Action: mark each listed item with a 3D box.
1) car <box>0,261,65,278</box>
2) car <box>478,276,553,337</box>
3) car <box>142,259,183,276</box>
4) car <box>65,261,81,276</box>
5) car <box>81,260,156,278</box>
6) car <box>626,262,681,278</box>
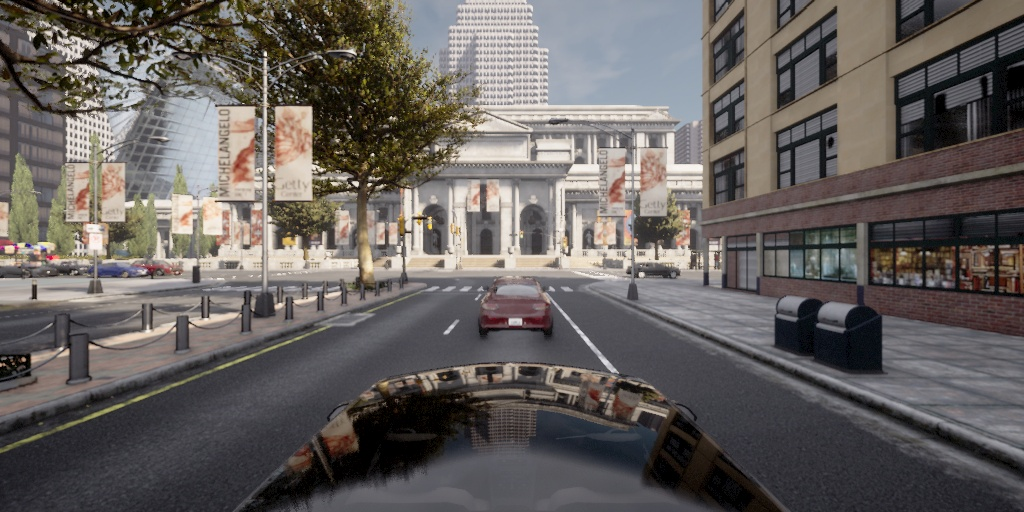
[{"bbox_3d":[-46.120,1.371,34.112,4.181,1.385,1.994,0,0,-1],"label":"car"},{"bbox_3d":[0.111,1.291,10.256,1.812,1.442,4.674,0,0,1],"label":"car"},{"bbox_3d":[-37.329,1.166,37.587,4.553,1.767,2.097,0,0,0],"label":"car"},{"bbox_3d":[-46.283,1.305,37.620,4.902,1.511,2.128,0,0,0],"label":"car"},{"bbox_3d":[-37.360,1.333,34.092,4.674,1.442,1.812,0,0,0],"label":"car"},{"bbox_3d":[13.236,1.313,33.578,4.892,1.490,1.837,0,0,1],"label":"car"}]
